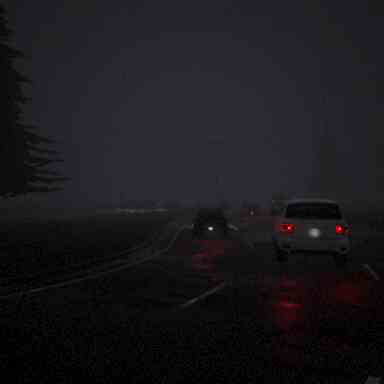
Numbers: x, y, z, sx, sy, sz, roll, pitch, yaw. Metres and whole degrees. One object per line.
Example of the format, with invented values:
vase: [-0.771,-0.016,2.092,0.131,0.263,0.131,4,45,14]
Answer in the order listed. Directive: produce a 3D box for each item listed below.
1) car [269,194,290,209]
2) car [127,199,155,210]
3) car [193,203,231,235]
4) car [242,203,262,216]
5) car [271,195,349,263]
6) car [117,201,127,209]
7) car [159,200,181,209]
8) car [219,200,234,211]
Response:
car: [11.777,1.400,45.224,2.150,2.045,5.566,-1,-1,12]
car: [-7.394,1.866,50.663,1.837,1.490,4.892,-1,0,21]
car: [1.107,1.615,19.371,1.837,1.490,4.892,0,0,4]
car: [6.230,1.762,34.827,1.895,1.301,4.718,-1,0,9]
car: [4.190,1.266,12.372,2.150,2.045,5.566,0,0,13]
car: [-10.044,2.000,53.472,1.895,1.301,4.718,-1,0,21]
car: [-3.371,1.936,51.338,1.895,1.301,4.718,-1,0,21]
car: [4.639,1.762,45.327,1.812,1.442,4.674,-1,0,11]
